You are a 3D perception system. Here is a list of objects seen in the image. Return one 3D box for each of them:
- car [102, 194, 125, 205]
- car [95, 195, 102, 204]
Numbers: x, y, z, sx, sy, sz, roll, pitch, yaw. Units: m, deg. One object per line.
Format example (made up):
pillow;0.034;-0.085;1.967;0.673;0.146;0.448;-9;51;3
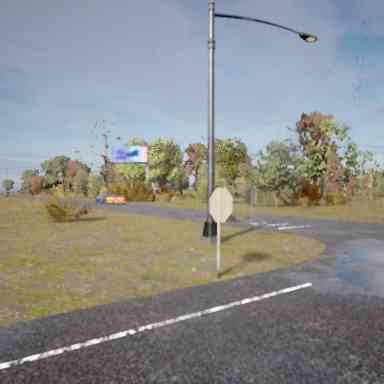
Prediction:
car;-13.011;1.226;56.256;2.097;1.767;4.553;0;0;-33
car;-16.230;1.216;60.963;2.097;1.767;4.553;0;0;-34
